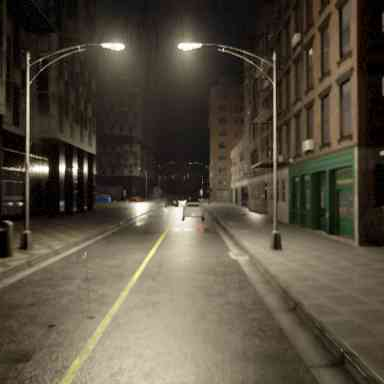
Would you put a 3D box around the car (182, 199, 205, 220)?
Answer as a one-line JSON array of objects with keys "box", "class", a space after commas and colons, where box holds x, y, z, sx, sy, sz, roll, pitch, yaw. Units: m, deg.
[{"box": [0.100, 1.601, 28.522, 1.812, 1.442, 4.674, 0, 0, 0], "class": "car"}]

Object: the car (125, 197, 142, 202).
[{"box": [-14.476, 1.912, 82.538, 4.206, 1.307, 1.802, 0, 0, 0], "class": "car"}]

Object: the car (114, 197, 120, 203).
[{"box": [-20.125, 1.935, 82.544, 4.313, 1.339, 1.947, 0, 0, 0], "class": "car"}]

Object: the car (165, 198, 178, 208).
[{"box": [-3.040, 1.639, 49.988, 1.837, 1.490, 4.892, 0, -1, 1], "class": "car"}]

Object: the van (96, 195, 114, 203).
[{"box": [-20.125, 1.615, 74.020, 3.998, 1.788, 1.690, 0, 0, 0], "class": "van"}]
